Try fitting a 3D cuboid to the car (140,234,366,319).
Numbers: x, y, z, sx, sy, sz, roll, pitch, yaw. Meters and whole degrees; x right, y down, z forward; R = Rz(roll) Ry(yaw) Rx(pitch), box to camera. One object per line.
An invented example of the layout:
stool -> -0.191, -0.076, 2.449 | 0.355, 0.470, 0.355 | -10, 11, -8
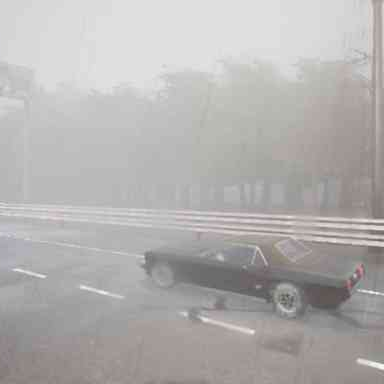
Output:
car -> 1.097, 1.603, 7.383 | 4.718, 1.301, 1.895 | 0, 0, 36
